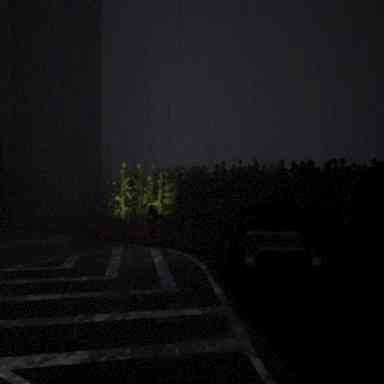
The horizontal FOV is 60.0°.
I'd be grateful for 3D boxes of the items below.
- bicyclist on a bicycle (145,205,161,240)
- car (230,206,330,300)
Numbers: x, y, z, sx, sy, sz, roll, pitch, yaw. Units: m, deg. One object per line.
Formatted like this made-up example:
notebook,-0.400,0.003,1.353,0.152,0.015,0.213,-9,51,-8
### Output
bicyclist on a bicycle,-1.833,1.450,15.686,0.582,1.620,1.656,0,-2,-33
car,1.970,1.354,8.465,1.905,1.878,3.866,0,0,4
